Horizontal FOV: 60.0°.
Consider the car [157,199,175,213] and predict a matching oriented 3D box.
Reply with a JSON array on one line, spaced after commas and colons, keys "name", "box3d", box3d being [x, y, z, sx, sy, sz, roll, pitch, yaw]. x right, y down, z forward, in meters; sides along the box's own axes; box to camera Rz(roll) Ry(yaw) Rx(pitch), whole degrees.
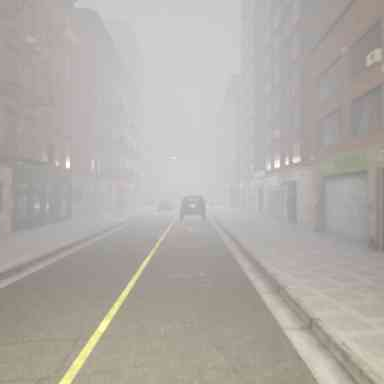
[{"name": "car", "box3d": [-3.100, 1.670, 40.335, 1.837, 1.490, 4.892, 0, 0, 0]}]

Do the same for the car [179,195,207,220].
[{"name": "car", "box3d": [0.089, 1.327, 29.088, 2.150, 2.045, 5.566, 0, -1, 0]}]

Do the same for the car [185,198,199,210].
[{"name": "car", "box3d": [0.045, 1.678, 47.127, 1.882, 1.535, 5.008, 0, 0, 0]}]
